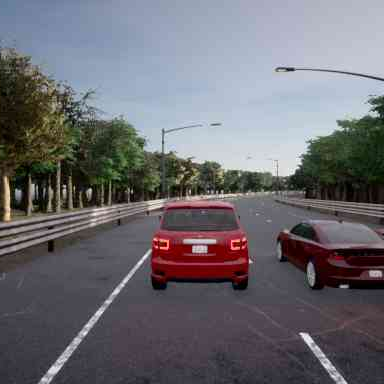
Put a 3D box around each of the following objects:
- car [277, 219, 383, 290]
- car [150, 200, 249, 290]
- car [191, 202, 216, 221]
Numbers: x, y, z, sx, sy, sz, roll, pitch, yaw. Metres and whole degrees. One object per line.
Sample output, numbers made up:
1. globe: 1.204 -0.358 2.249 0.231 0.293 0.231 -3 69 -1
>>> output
1. car: 3.713 1.479 9.113 1.882 1.535 5.008 0 0 1
2. car: 0.207 1.223 9.237 2.150 2.045 5.566 0 0 1
3. car: 1.031 1.569 28.223 1.994 1.385 4.181 0 0 4
